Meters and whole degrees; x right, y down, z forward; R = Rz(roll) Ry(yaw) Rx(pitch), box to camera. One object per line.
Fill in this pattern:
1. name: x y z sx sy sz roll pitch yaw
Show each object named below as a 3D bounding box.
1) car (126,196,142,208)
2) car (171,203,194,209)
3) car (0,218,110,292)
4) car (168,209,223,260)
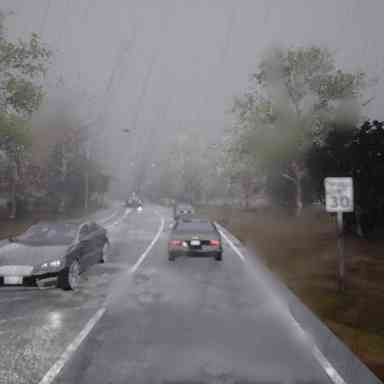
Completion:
1. car: -9.071 1.468 51.780 2.097 1.767 4.553 1 0 -16
2. car: -0.777 1.679 28.976 2.033 1.411 5.357 1 0 -6
3. car: -3.621 1.527 9.175 2.128 1.511 4.902 0 0 0
4. car: 0.090 1.600 12.567 2.033 1.411 5.357 0 0 0
